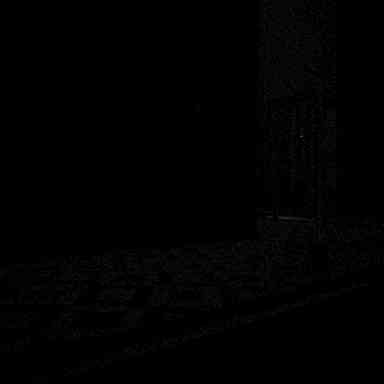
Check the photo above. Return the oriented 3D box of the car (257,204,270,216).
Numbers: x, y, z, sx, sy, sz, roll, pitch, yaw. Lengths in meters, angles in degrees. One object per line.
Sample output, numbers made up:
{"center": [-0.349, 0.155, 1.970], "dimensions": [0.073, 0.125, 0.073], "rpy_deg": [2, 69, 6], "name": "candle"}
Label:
{"center": [6.275, 1.845, 36.253], "dimensions": [2.128, 1.511, 4.902], "rpy_deg": [1, 0, -36], "name": "car"}
